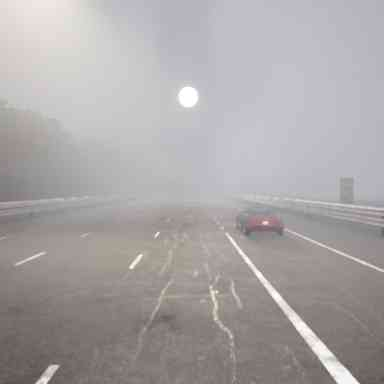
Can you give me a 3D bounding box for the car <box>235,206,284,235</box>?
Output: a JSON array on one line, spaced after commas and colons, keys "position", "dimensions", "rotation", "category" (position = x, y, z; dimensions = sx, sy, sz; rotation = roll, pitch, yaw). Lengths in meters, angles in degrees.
[{"position": [3.516, 1.431, 17.907], "dimensions": [1.994, 1.385, 4.181], "rotation": [0, 0, 0], "category": "car"}]
